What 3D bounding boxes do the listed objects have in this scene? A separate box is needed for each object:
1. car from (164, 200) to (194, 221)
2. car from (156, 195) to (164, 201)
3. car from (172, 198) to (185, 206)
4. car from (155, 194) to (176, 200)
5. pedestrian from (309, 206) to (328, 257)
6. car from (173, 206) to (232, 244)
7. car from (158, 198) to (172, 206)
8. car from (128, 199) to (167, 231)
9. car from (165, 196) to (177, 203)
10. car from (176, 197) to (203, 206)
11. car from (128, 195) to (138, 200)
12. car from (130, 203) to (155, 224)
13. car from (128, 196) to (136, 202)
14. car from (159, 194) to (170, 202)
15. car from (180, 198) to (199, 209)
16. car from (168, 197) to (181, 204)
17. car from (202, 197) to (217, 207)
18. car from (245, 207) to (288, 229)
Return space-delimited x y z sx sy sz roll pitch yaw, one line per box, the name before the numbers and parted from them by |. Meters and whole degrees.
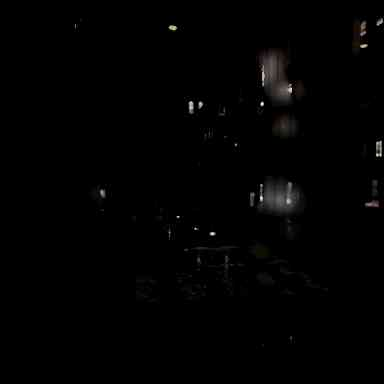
car | -1.391 1.613 25.813 1.994 1.385 4.181 0 0 -11
car | -8.857 1.693 93.060 1.752 1.417 4.829 -1 0 -11
car | -2.517 1.697 60.203 1.802 1.307 4.206 -1 0 -11
car | -3.290 1.418 35.730 2.097 1.767 4.553 0 0 -11
pedestrian | 4.326 1.321 11.482 0.375 1.860 0.375 -1 1 -11
car | 0.494 1.595 16.052 1.994 1.385 4.181 0 0 -11
car | -4.777 1.710 58.928 1.895 1.301 4.718 0 0 -11
car | -2.893 1.476 20.548 1.967 1.590 4.097 -1 0 -11
car | -4.619 1.684 71.099 2.008 1.369 4.403 -1 0 -11
car | -0.439 1.597 36.539 1.812 1.442 4.674 0 0 -11
car | -10.252 1.542 58.689 1.967 1.590 4.097 -1 0 -11
car | -3.943 1.628 25.997 1.802 1.307 4.206 -1 0 -11
car | -15.475 1.670 85.765 1.752 1.417 4.829 -1 0 -11
car | -6.725 1.465 81.996 2.192 1.841 5.009 -1 0 -11
car | -0.415 1.648 49.305 2.008 1.369 4.403 -1 0 -11
car | -3.568 1.690 65.651 1.947 1.339 4.313 -1 0 -11
car | 1.688 1.644 38.408 1.947 1.339 4.313 -1 0 -11
car | 4.846 1.631 22.064 1.802 1.307 4.206 -1 0 -11
